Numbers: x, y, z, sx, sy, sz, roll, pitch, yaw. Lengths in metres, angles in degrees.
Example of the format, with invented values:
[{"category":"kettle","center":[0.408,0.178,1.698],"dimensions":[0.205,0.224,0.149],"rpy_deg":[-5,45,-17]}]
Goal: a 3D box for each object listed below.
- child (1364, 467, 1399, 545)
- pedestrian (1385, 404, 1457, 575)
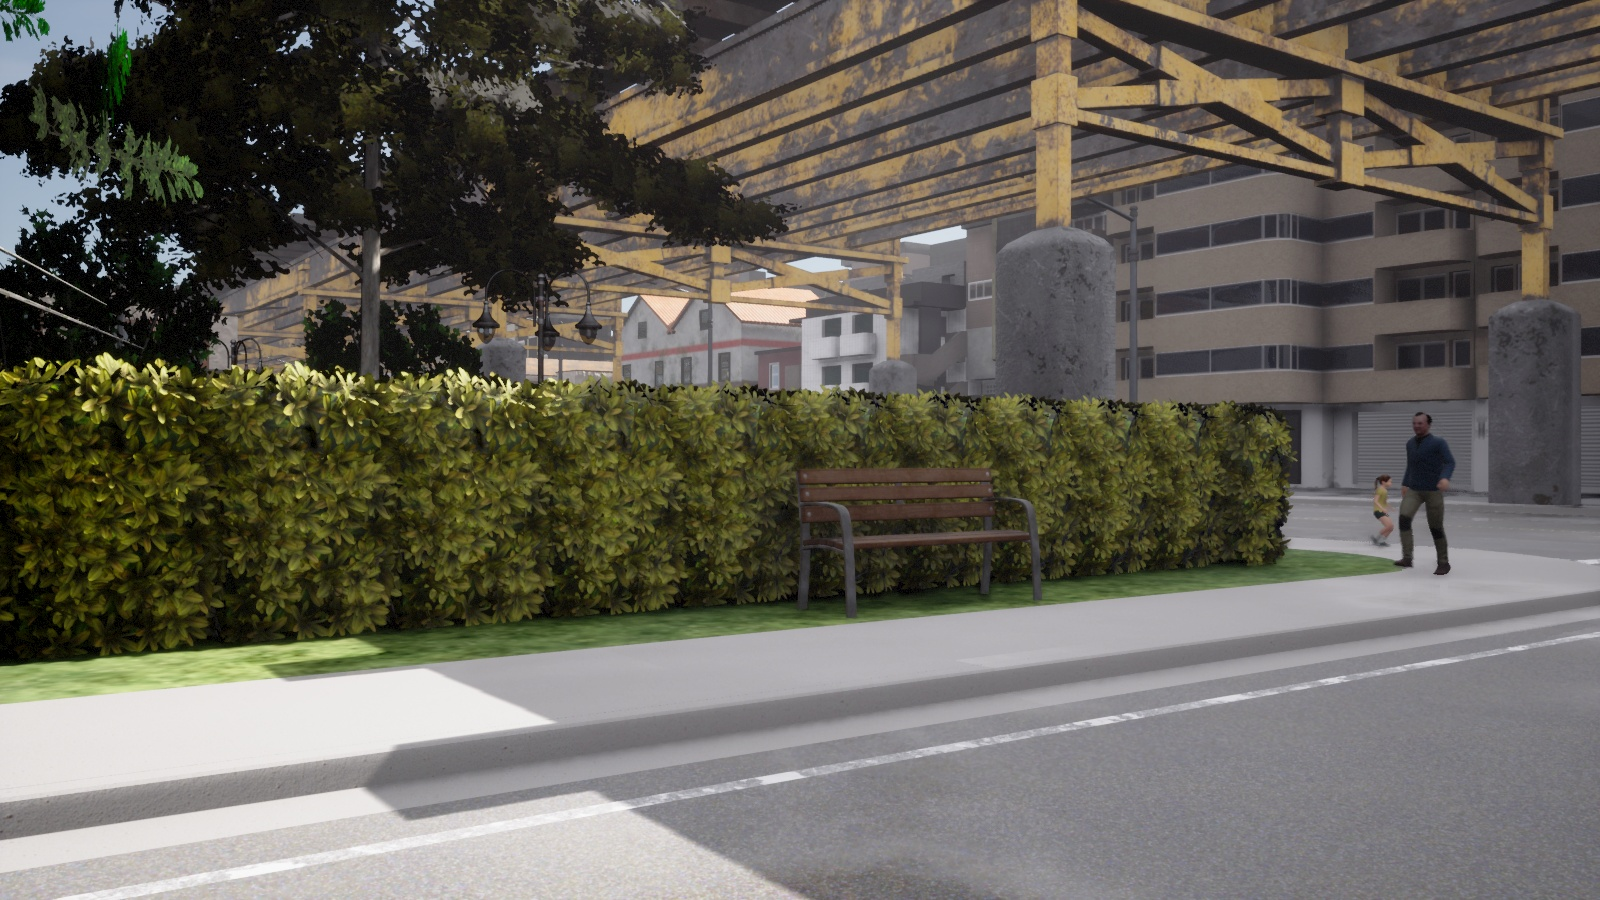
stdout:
[{"category":"child","center":[8.420,0.799,18.186],"dimensions":[0.394,1.110,0.255],"rpy_deg":[0,0,42]},{"category":"pedestrian","center":[6.860,0.427,13.871],"dimensions":[0.726,1.842,0.402],"rpy_deg":[0,0,-33]}]
